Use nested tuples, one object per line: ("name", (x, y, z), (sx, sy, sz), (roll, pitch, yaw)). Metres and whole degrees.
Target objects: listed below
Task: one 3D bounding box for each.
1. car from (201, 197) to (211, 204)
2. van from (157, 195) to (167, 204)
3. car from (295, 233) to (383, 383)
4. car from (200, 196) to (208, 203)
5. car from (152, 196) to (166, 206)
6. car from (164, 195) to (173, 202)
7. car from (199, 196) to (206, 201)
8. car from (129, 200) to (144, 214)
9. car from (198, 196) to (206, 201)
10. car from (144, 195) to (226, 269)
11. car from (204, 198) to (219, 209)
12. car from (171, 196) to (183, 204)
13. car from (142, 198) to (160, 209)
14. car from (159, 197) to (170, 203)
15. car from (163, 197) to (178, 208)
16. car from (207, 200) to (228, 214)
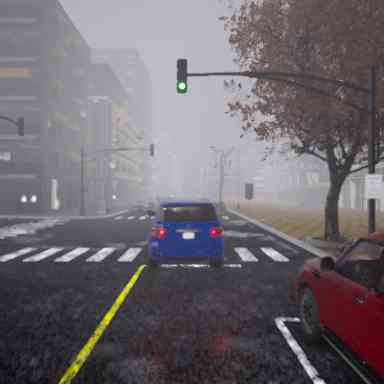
("car", (2.686, 1.654, 63.498), (1.802, 1.307, 4.206), (0, 0, 0))
("van", (-5.694, 1.413, 63.499), (1.690, 1.788, 3.998), (0, 0, 0))
("car", (2.693, 1.317, 3.448), (2.192, 1.841, 5.009), (0, 0, 0))
("car", (2.684, 1.617, 74.734), (1.752, 1.417, 4.829), (0, 0, 0))
("car", (-5.694, 1.502, 57.966), (1.967, 1.590, 4.097), (0, 0, 0))
("car", (-5.696, 1.543, 80.097), (1.967, 1.590, 4.097), (0, 0, 0))
("car", (2.683, 1.660, 85.630), (1.887, 1.381, 4.507), (0, 0, 0))
("car", (-5.691, 1.579, 35.835), (2.008, 1.369, 4.403), (0, 0, 0))
("car", (2.683, 1.679, 91.162), (2.008, 1.369, 4.403), (0, 0, 0))
("car", (-0.357, 1.229, 11.403), (2.150, 2.045, 5.566), (0, 0, -6))
("car", (2.687, 1.569, 47.071), (1.752, 1.417, 4.829), (0, 0, 0))
("car", (-3.016, 1.575, 66.035), (2.128, 1.511, 4.902), (0, 0, 0))
("car", (-5.693, 1.594, 46.901), (2.008, 1.369, 4.403), (0, 0, 0))
("car", (-5.695, 1.663, 69.031), (1.802, 1.307, 4.206), (0, 0, 0))
("car", (-3.089, 1.524, 48.765), (1.882, 1.535, 5.008), (0, 0, 0))
("car", (2.689, 1.573, 35.836), (1.887, 1.381, 4.507), (0, 0, 0))
